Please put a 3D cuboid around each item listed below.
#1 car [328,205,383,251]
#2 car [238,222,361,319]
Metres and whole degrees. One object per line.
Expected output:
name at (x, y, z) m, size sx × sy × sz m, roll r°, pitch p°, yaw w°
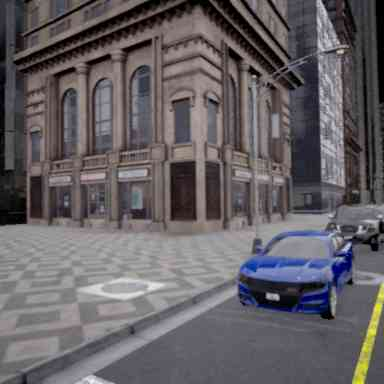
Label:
car at (8.336, 1.675, 16.798) m, size 2.150 × 2.045 × 5.566 m, roll -2°, pitch -2°, yaw 33°
car at (2.806, 1.719, 8.262) m, size 1.882 × 1.535 × 5.008 m, roll -2°, pitch -3°, yaw 32°
